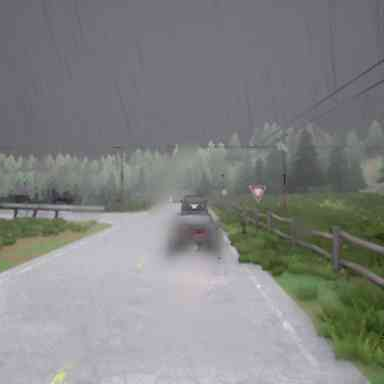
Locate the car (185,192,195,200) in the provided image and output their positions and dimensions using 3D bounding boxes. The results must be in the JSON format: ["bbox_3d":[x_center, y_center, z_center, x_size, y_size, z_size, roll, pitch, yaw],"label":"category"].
[{"bbox_3d":[-0.488,1.065,86.640,2.150,2.045,5.566,0,0,-5],"label":"car"}]

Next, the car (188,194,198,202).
[{"bbox_3d":[0.141,1.353,76.521,2.097,1.767,4.553,0,0,-3],"label":"car"}]

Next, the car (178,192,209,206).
[{"bbox_3d":[0.219,1.224,27.913,2.150,2.045,5.566,0,0,1],"label":"car"}]

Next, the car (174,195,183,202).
[{"bbox_3d":[-3.107,1.525,77.420,2.128,1.511,4.902,0,0,-2],"label":"car"}]

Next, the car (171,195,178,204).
[{"bbox_3d":[-2.757,1.509,62.042,1.837,1.490,4.892,0,0,1],"label":"car"}]

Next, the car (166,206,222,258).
[{"bbox_3d":[0.082,1.506,12.693,1.837,1.490,4.892,0,0,1],"label":"car"}]
